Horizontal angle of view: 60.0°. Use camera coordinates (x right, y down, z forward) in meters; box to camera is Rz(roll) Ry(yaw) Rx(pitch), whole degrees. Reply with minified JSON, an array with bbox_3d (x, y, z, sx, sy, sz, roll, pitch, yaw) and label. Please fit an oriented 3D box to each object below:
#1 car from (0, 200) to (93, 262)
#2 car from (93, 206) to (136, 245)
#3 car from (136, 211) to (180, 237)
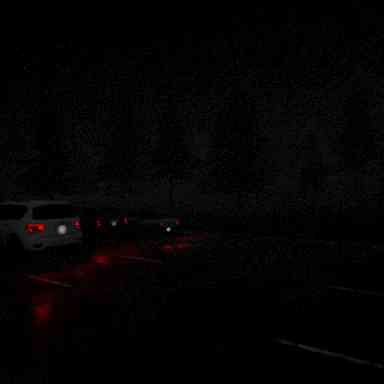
[{"bbox_3d":[-6.598,1.348,12.885,5.566,2.045,2.150,0,0,36],"label":"car"},{"bbox_3d":[-5.232,1.482,16.223,4.553,1.767,2.097,-1,0,36],"label":"car"},{"bbox_3d":[-3.055,1.730,18.965,4.718,1.301,1.895,-1,0,36],"label":"car"}]
